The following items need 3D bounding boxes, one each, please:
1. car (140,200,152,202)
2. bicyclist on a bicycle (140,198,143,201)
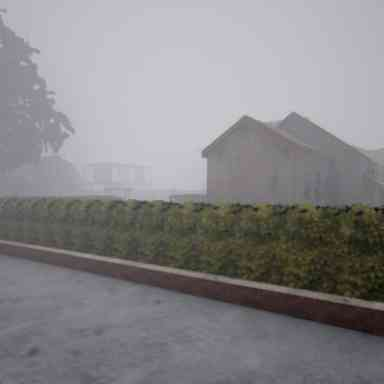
[{"bbox_3d":[-5.719,1.602,39.015,1.895,1.301,4.718,0,0,36],"label":"car"},{"bbox_3d":[-3.966,1.350,26.993,1.656,1.620,0.582,0,0,35],"label":"bicyclist on a bicycle"}]
